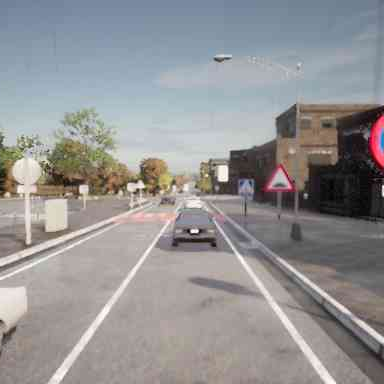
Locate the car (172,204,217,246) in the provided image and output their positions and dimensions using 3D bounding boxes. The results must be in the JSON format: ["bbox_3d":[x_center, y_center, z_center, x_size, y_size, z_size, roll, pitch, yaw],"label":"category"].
[{"bbox_3d":[0.097,1.483,14.840,2.033,1.411,5.357,0,0,0],"label":"car"}]

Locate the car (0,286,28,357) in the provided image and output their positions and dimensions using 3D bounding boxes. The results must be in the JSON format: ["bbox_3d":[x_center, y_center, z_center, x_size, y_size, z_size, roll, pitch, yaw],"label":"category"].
[{"bbox_3d":[-3.342,1.599,2.672,1.895,1.301,4.718,0,0,0],"label":"car"}]

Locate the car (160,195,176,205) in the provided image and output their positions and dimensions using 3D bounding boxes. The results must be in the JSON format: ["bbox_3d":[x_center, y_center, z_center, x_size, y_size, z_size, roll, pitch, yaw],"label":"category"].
[{"bbox_3d":[-3.259,1.127,45.643,1.994,1.385,4.181,0,1,0],"label":"car"}]

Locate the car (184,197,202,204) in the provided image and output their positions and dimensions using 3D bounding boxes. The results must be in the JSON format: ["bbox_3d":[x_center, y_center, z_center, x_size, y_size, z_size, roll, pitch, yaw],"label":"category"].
[{"bbox_3d":[0.094,1.207,35.053,1.812,1.442,4.674,0,1,0],"label":"car"}]
